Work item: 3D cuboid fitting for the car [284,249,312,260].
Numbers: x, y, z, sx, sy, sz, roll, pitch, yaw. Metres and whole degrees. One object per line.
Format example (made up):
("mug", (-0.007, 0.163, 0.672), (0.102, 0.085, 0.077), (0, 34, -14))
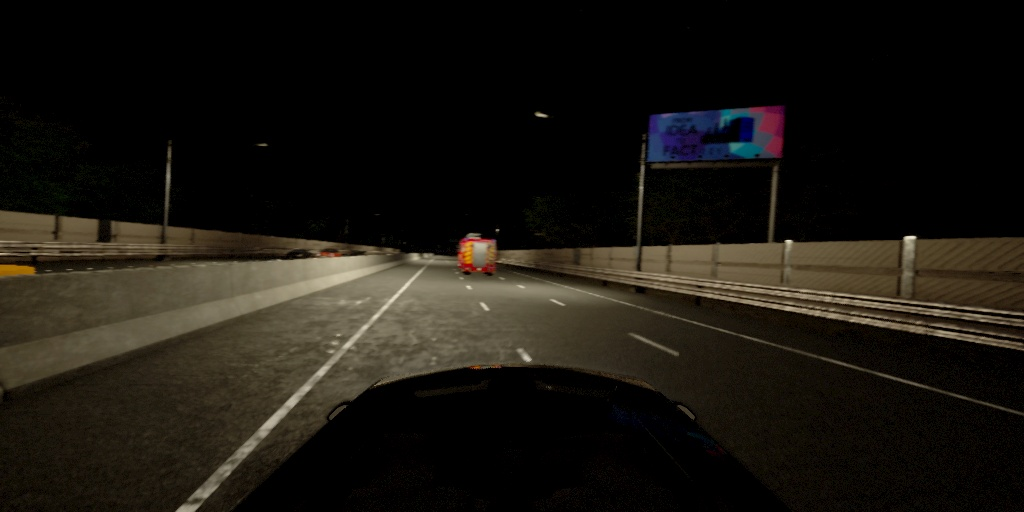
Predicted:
("car", (-27.152, -0.166, 45.916), (2.033, 1.411, 5.357), (3, 0, -11))

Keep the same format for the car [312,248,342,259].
("car", (-23.744, -0.184, 46.659), (2.097, 1.767, 4.553), (3, 0, -11))

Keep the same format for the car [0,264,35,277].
("car", (-12.133, 0.580, 6.517), (1.882, 1.535, 5.008), (3, 0, -11))

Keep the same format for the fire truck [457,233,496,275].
("fire truck", (-3.674, -0.145, 36.086), (2.891, 3.827, 8.468), (3, 0, -11))

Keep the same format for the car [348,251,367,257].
("car", (-20.314, 0.145, 47.276), (1.837, 1.490, 4.892), (3, 0, -11))
